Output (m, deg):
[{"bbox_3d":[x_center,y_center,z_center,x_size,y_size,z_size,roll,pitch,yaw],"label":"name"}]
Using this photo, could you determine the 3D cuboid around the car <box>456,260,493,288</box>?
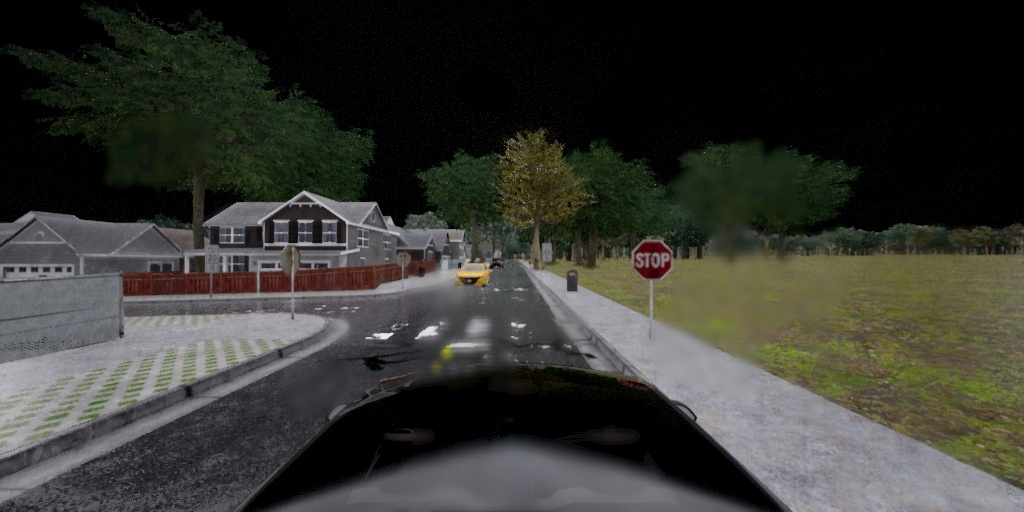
[{"bbox_3d":[-2.564,1.246,24.247,1.882,1.535,5.008,0,0,0],"label":"car"}]

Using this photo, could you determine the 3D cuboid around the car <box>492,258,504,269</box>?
[{"bbox_3d":[-2.297,1.050,55.343,2.097,1.767,4.553,0,0,0],"label":"car"}]
